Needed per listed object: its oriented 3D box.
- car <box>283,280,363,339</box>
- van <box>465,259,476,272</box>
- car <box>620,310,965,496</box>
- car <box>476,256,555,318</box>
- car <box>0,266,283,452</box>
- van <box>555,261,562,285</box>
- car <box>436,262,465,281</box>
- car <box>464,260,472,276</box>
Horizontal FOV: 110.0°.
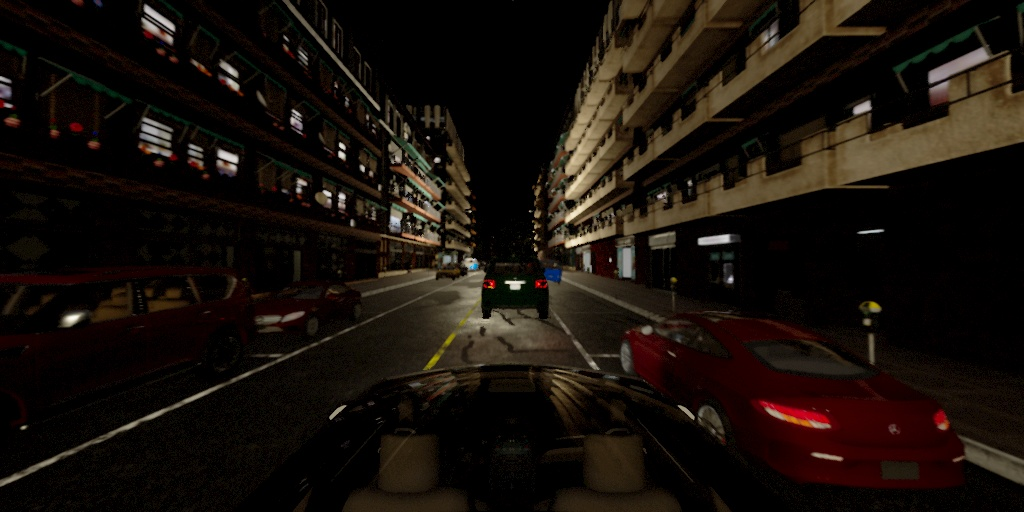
[{"bbox_3d":[-5.691,1.364,10.173,1.802,1.307,4.207,0,0,0],"label":"car"},{"bbox_3d":[-5.700,1.270,49.171,1.690,1.789,3.998,0,0,0],"label":"van"},{"bbox_3d":[2.690,1.343,4.564,1.802,1.307,4.207,0,0,0],"label":"car"},{"bbox_3d":[0.097,1.015,13.279,2.150,2.045,5.566,0,0,0],"label":"car"},{"bbox_3d":[-5.690,1.075,4.602,2.192,1.841,5.009,0,0,0],"label":"car"},{"bbox_3d":[2.689,1.185,26.848,1.690,1.789,3.998,0,0,0],"label":"van"},{"bbox_3d":[-5.696,1.391,32.287,1.751,1.417,4.829,0,0,0],"label":"car"},{"bbox_3d":[-5.698,1.452,38.028,1.948,1.339,4.313,0,0,0],"label":"car"}]
